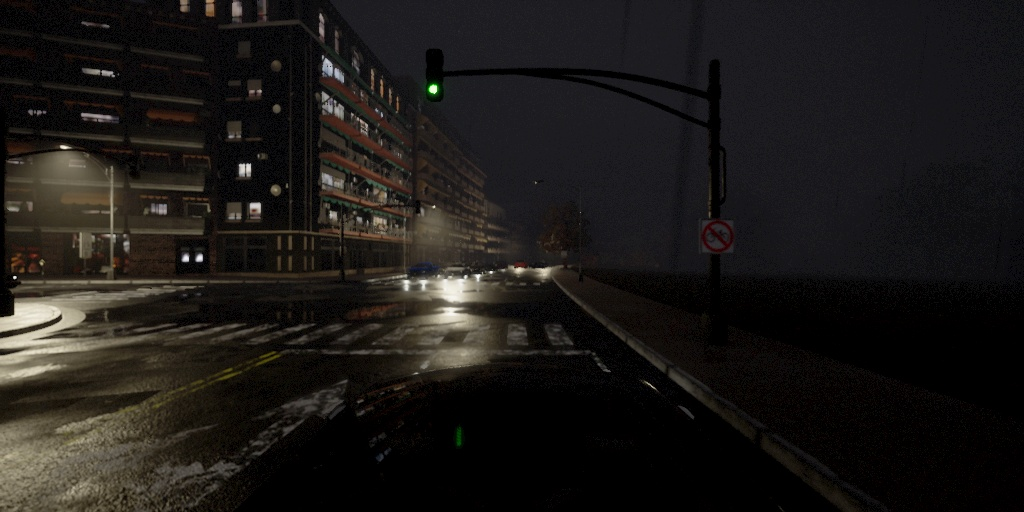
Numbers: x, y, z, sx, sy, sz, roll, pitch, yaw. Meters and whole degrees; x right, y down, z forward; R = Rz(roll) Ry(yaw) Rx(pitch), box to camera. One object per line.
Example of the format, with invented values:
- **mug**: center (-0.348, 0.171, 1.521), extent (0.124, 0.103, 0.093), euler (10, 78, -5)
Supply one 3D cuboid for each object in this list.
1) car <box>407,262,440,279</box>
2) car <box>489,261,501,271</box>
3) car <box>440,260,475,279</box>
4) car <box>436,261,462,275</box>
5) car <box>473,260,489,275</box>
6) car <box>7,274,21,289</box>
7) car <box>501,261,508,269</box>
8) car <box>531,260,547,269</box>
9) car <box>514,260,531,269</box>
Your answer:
- **car**: center (-8.532, 1.371, 34.719), extent (1.882, 1.535, 5.008), euler (0, 0, 4)
- **car**: center (-3.344, 1.581, 53.819), extent (1.994, 1.385, 4.181), euler (0, 0, 8)
- **car**: center (-5.247, 1.421, 35.045), extent (1.812, 1.442, 4.674), euler (0, 0, 4)
- **car**: center (-7.689, 1.431, 44.251), extent (1.882, 1.535, 5.008), euler (0, 0, 6)
- **car**: center (-4.459, 1.457, 43.899), extent (1.837, 1.490, 4.892), euler (0, 0, 6)
- **car**: center (-23.956, 0.998, 14.617), extent (4.718, 1.301, 1.895), euler (1, -1, -18)
- **car**: center (-1.924, 1.572, 64.189), extent (1.882, 1.535, 5.008), euler (0, 0, 9)
- **car**: center (4.841, 1.671, 65.264), extent (1.994, 1.385, 4.181), euler (0, 0, 9)
- **car**: center (1.714, 1.458, 65.365), extent (2.097, 1.767, 4.553), euler (0, 0, 8)
